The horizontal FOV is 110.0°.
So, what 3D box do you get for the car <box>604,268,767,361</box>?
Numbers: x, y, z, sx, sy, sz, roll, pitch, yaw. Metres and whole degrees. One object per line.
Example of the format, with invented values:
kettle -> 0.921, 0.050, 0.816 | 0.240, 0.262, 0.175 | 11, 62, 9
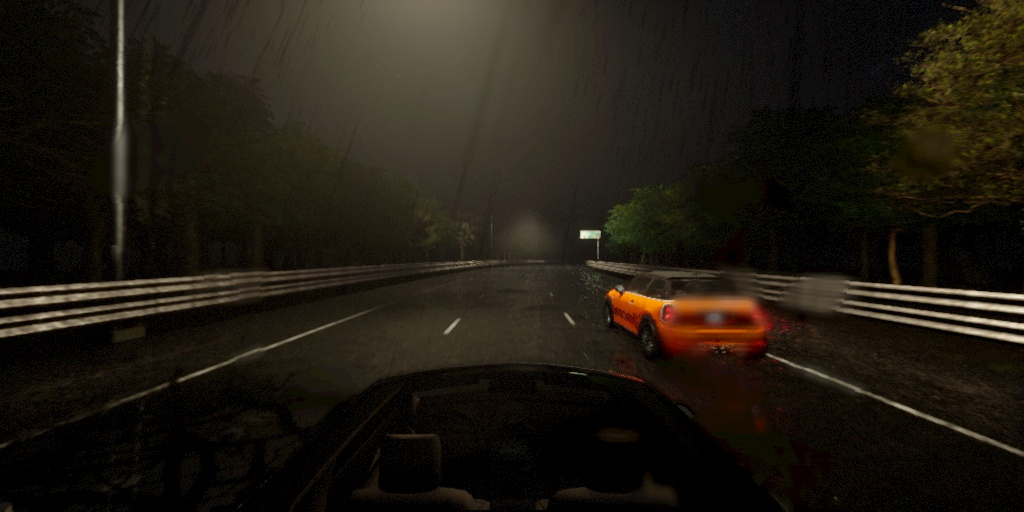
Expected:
car -> 3.660, 1.124, 8.520 | 2.097, 1.767, 4.553 | 0, 0, 1
